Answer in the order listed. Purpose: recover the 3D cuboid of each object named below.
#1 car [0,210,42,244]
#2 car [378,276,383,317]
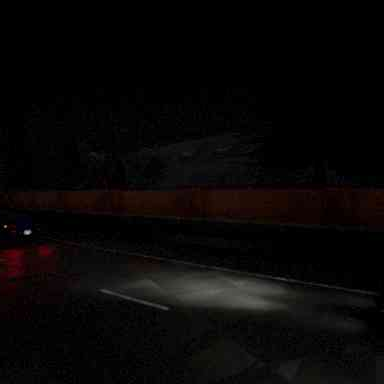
[{"bbox_3d":[-8.832,1.574,15.934,4.674,1.442,1.812,0,0,42],"label":"car"},{"bbox_3d":[5.367,1.501,4.565,4.902,1.511,2.128,0,0,35],"label":"car"}]
